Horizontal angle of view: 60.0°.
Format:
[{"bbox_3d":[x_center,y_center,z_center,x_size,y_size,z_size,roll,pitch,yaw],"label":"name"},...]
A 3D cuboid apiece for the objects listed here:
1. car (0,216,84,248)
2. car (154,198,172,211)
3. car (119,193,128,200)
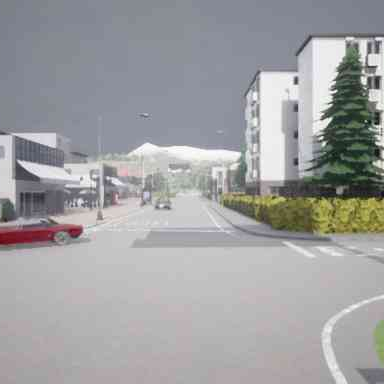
[{"bbox_3d":[-7.393,1.752,14.671,4.718,1.301,1.895,-1,0,-37],"label":"car"},{"bbox_3d":[-3.534,1.471,41.055,2.128,1.511,4.902,0,0,0],"label":"car"},{"bbox_3d":[-18.998,1.443,91.583,2.007,1.523,4.514,0,0,0],"label":"car"}]
